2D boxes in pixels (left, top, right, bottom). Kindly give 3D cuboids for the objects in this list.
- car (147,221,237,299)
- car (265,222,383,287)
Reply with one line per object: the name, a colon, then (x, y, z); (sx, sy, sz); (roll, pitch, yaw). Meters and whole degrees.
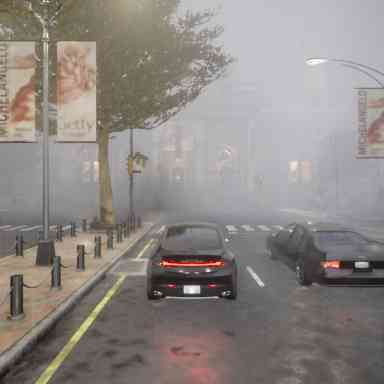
car: (-0.004, 1.505, 8.397); (1.837, 1.490, 4.892); (0, 0, 0)
car: (3.494, 1.547, 9.362); (2.033, 1.411, 5.357); (0, 0, 0)
